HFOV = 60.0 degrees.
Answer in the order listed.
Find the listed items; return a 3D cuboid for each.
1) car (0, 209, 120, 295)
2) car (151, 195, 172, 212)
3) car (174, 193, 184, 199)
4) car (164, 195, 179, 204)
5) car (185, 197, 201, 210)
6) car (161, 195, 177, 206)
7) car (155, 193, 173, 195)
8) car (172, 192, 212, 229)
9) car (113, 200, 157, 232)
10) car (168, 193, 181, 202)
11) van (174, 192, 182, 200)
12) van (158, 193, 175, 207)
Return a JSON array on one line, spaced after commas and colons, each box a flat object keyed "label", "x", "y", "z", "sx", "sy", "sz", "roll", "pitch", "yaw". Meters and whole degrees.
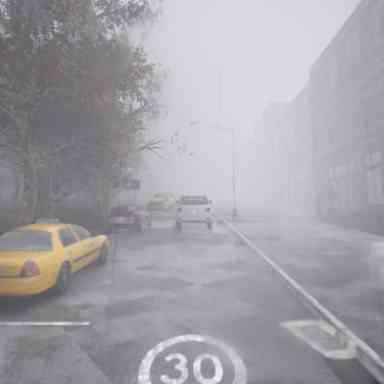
[{"label": "car", "x": -3.639, "y": 1.454, "z": 8.715, "sx": 1.946, "sy": 1.575, "sz": 5.366, "roll": 0, "pitch": 0, "yaw": 2}, {"label": "car", "x": -3.623, "y": 1.362, "z": 36.380, "sx": 2.097, "sy": 1.535, "sz": 5.008, "roll": 0, "pitch": 0, "yaw": 2}, {"label": "car", "x": -3.578, "y": 1.066, "z": 92.058, "sx": 2.185, "sy": 1.767, "sz": 4.553, "roll": 0, "pitch": 0, "yaw": 2}, {"label": "car", "x": -3.605, "y": 1.284, "z": 58.660, "sx": 2.097, "sy": 1.535, "sz": 5.008, "roll": 0, "pitch": 0, "yaw": 2}, {"label": "car", "x": 0.133, "y": 1.369, "z": 40.878, "sx": 1.837, "sy": 1.490, "sz": 4.892, "roll": 0, "pitch": 0, "yaw": 0}, {"label": "car", "x": -3.602, "y": 1.298, "z": 53.281, "sx": 1.946, "sy": 1.575, "sz": 5.366, "roll": 0, "pitch": 0, "yaw": 2}, {"label": "car", "x": -3.618, "y": 1.089, "z": 41.983, "sx": 2.435, "sy": 2.045, "sz": 5.566, "roll": 0, "pitch": 0, "yaw": 2}, {"label": "car", "x": 0.117, "y": 1.159, "z": 21.485, "sx": 2.150, "sy": 2.045, "sz": 5.566, "roll": 0, "pitch": 0, "yaw": 0}, {"label": "car", "x": -3.635, "y": 1.453, "z": 19.702, "sx": 2.163, "sy": 1.488, "sz": 4.792, "roll": 0, "pitch": 0, "yaw": 2}, {"label": "car", "x": -3.597, "y": 1.127, "z": 69.775, "sx": 2.185, "sy": 1.767, "sz": 4.553, "roll": 0, "pitch": 0, "yaw": 2}, {"label": "van", "x": -3.578, "y": 0.981, "z": 86.635, "sx": 1.878, "sy": 1.987, "sz": 4.442, "roll": 0, "pitch": 0, "yaw": 2}, {"label": "van", "x": -3.610, "y": 1.094, "z": 47.642, "sx": 1.878, "sy": 1.987, "sz": 4.442, "roll": 0, "pitch": 0, "yaw": 2}]
